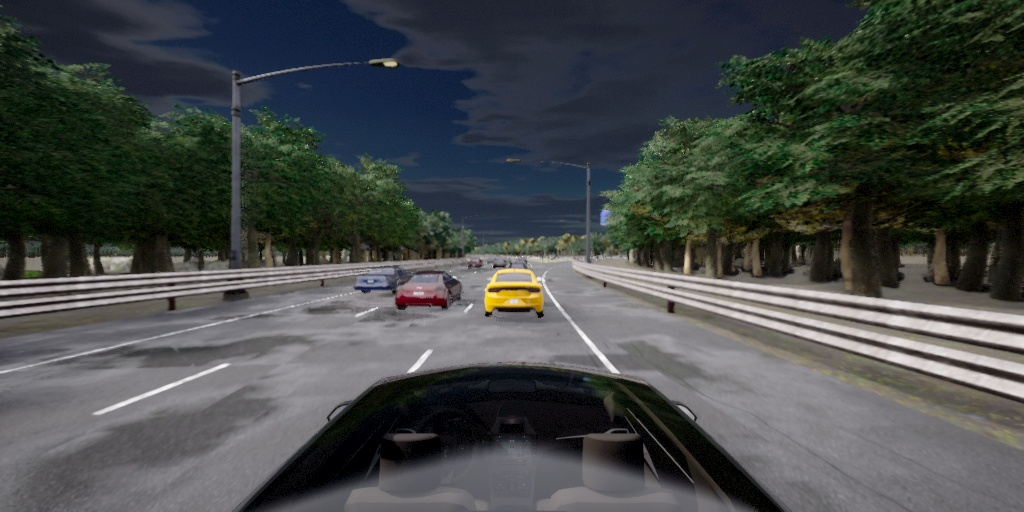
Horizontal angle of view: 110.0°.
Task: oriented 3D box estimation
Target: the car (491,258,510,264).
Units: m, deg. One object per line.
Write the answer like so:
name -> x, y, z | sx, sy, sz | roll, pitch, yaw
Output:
car -> -1.898, 1.207, 58.385 | 1.994, 1.385, 4.181 | 0, 0, 2

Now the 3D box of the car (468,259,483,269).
car -> -5.533, 1.175, 55.127 | 1.812, 1.442, 4.674 | 0, 0, 2

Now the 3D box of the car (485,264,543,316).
car -> 0.094, 1.227, 13.343 | 1.882, 1.535, 5.008 | 0, 0, 1

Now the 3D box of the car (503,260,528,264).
car -> 0.519, 1.292, 32.143 | 1.994, 1.385, 4.181 | 0, 0, 2

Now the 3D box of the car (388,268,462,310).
car -> -3.303, 1.311, 14.834 | 1.994, 1.385, 4.181 | 0, 0, 1

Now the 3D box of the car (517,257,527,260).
car -> 1.140, 1.224, 48.948 | 2.033, 1.411, 5.357 | 0, 0, 2

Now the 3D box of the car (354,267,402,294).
car -> -6.789, 1.287, 19.925 | 2.033, 1.411, 5.357 | 0, 0, 2
